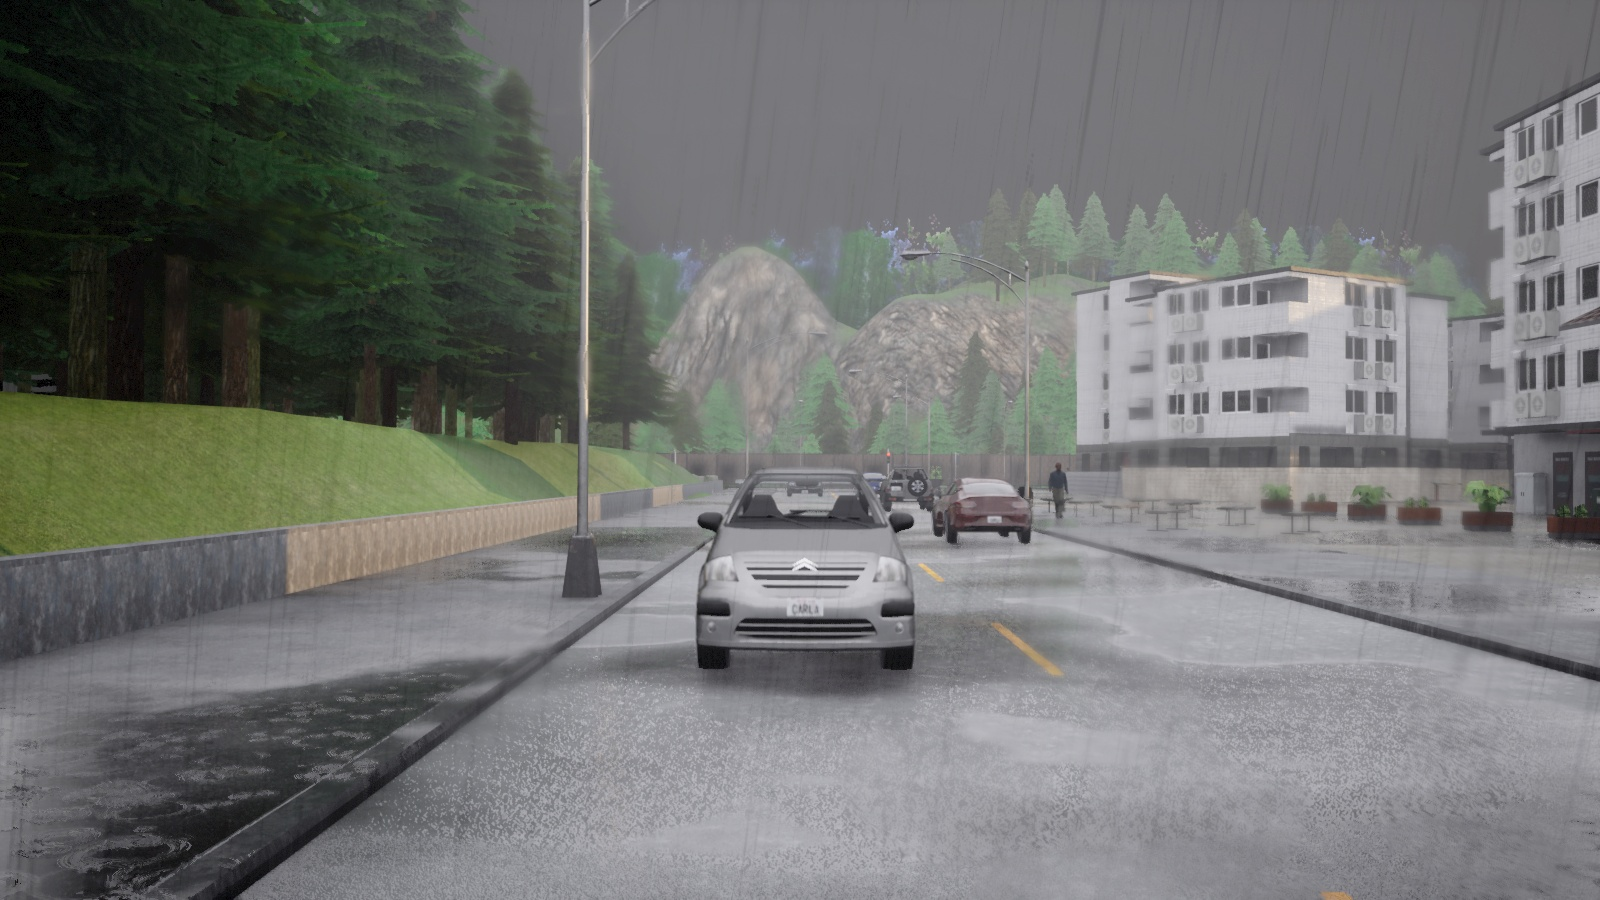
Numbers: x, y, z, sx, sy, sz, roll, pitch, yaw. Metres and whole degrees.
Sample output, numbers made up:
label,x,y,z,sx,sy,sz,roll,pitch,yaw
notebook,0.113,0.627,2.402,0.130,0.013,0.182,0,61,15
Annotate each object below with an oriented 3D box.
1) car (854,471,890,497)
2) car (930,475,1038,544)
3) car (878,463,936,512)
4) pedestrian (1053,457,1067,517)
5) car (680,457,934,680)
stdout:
label,x,y,z,sx,sy,sz,roll,pitch,yaw
car,4.317,2.050,76.118,1.882,1.535,5.008,0,-1,0
car,4.131,1.309,28.933,1.812,1.442,4.674,0,-1,0
car,4.214,1.454,50.104,1.932,1.855,4.605,0,-1,0
pedestrian,7.993,1.140,38.626,0.370,1.835,0.726,0,-1,8
car,0.059,0.900,11.175,1.851,1.617,3.988,0,-1,0
